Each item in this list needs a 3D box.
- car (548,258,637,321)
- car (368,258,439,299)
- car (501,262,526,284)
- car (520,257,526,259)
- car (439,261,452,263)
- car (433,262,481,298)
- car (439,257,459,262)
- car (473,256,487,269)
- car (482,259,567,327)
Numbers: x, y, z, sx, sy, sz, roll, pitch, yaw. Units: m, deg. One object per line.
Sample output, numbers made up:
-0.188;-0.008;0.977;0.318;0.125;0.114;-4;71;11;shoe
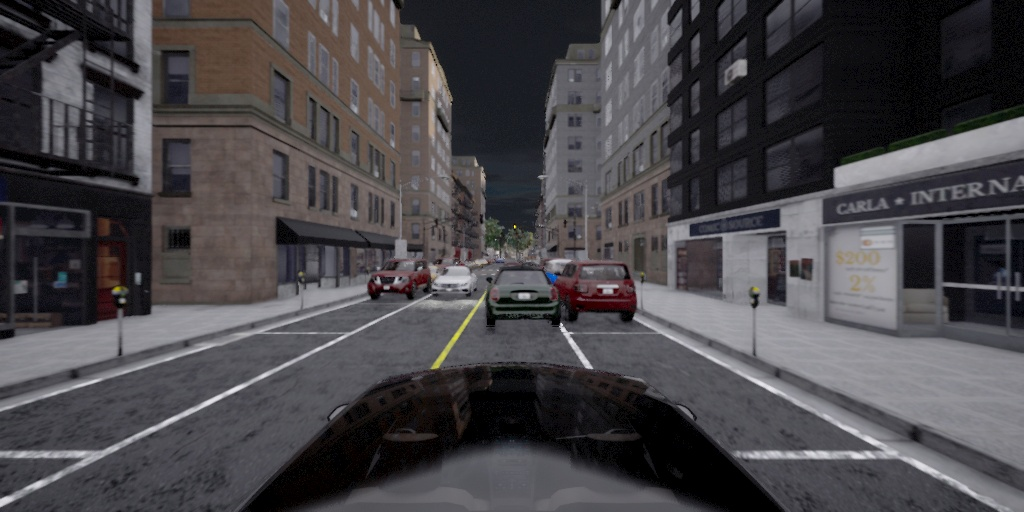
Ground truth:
2.640;1.048;12.255;2.192;1.841;5.009;0;0;0;car
-5.395;1.040;17.938;2.192;1.841;5.009;0;0;0;car
0.100;1.235;27.697;1.812;1.442;4.674;0;0;0;car
2.649;1.211;56.300;2.007;1.370;4.403;0;0;0;car
-5.395;1.241;23.445;1.751;1.417;4.829;0;0;0;car
-2.838;1.249;18.550;1.812;1.442;4.674;0;0;0;car
-5.395;1.021;29.294;2.192;1.841;5.009;0;0;0;car
-5.404;1.186;56.132;1.751;1.417;4.829;0;0;0;car
0.231;1.086;11.691;2.097;1.767;4.553;0;0;-3;car
